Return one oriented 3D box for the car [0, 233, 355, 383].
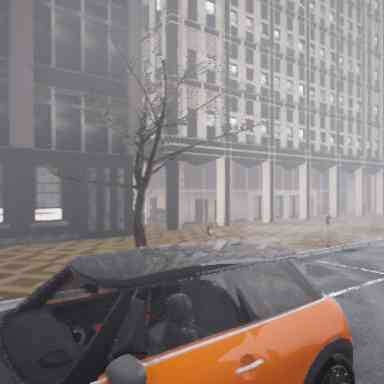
[{"bbox_3d":[-0.590,1.354,2.957,4.553,1.767,2.097,0,0,-36],"label":"car"}]
